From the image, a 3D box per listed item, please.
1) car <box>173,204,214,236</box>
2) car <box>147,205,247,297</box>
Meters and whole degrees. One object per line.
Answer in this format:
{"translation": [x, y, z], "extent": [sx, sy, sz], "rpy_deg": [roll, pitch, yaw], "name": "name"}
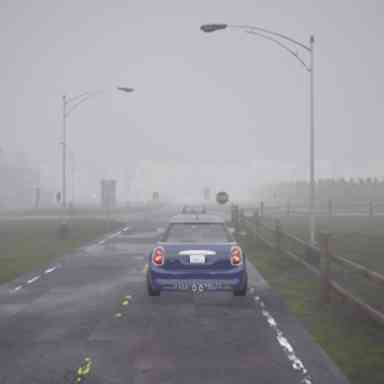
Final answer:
{"translation": [0.144, 1.537, 19.714], "extent": [2.128, 1.511, 4.902], "rpy_deg": [0, 0, 1], "name": "car"}
{"translation": [0.108, 1.372, 8.795], "extent": [2.097, 1.767, 4.553], "rpy_deg": [0, 0, 0], "name": "car"}
